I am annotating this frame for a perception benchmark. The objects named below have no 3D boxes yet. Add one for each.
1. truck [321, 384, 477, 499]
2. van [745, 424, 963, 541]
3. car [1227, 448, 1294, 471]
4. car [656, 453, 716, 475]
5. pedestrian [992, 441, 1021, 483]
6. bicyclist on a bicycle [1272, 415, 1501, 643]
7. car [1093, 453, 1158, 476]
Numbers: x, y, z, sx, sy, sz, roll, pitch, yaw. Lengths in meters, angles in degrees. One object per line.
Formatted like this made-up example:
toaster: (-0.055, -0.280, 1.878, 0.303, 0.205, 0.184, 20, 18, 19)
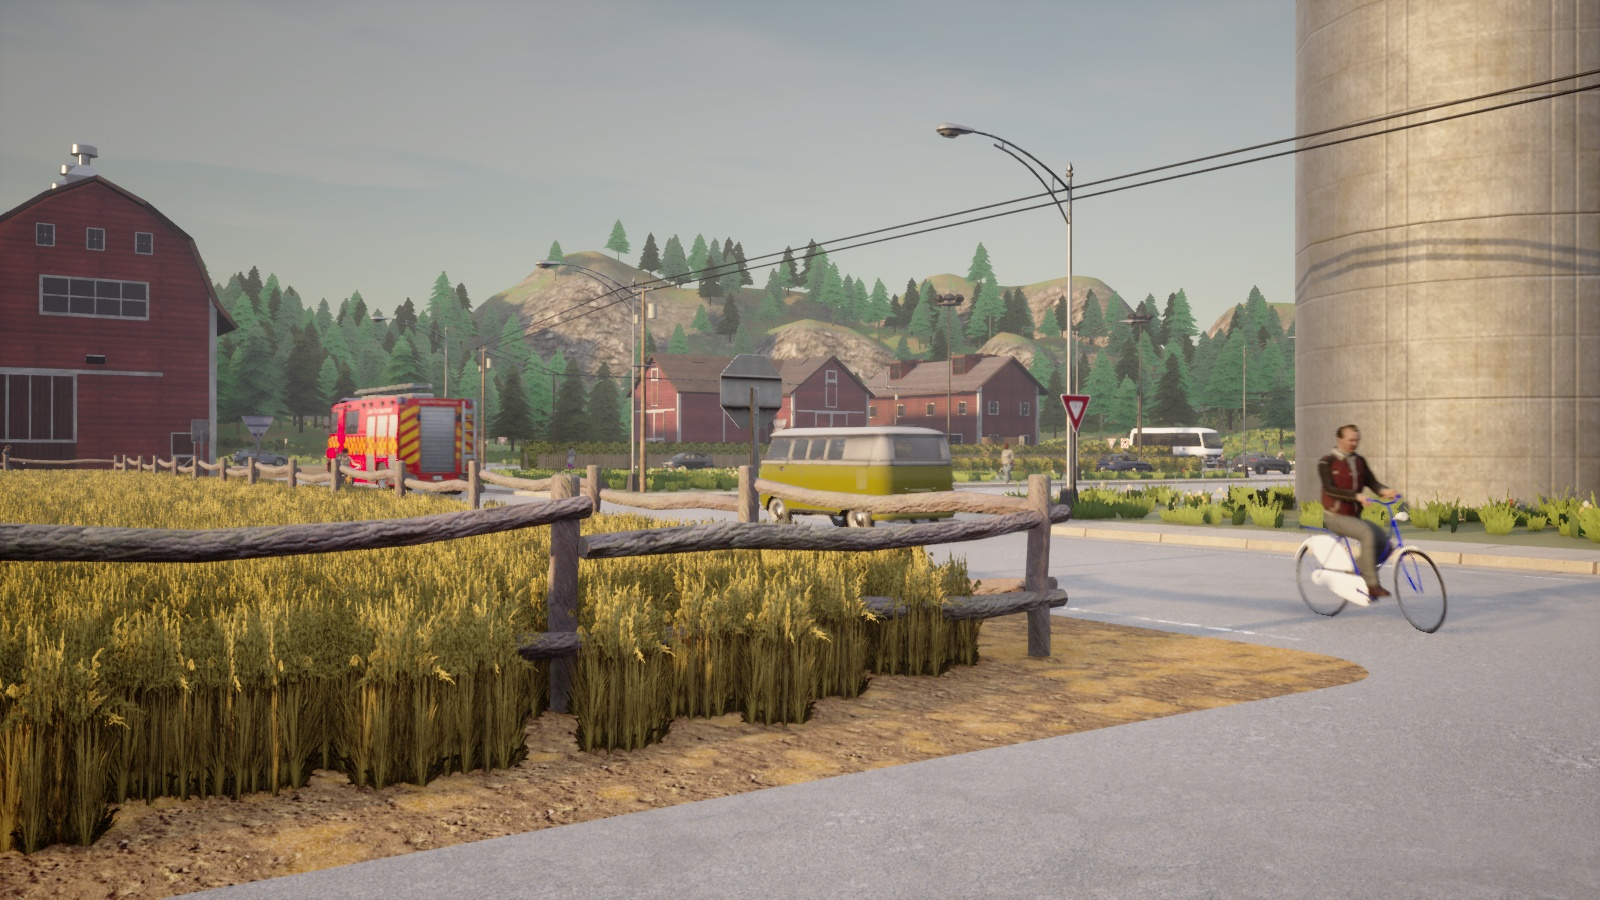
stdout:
truck: (-14.894, -0.275, 46.159, 2.891, 3.827, 8.468, 0, 0, -36)
van: (0.901, 0.553, 23.701, 1.775, 1.987, 4.442, 0, 0, -35)
car: (33.206, 0.674, 90.477, 5.027, 1.651, 2.152, 0, 0, -37)
car: (-7.859, 0.952, 86.868, 3.705, 1.549, 1.789, 0, 0, -35)
pedestrian: (9.172, 0.517, 55.689, 0.900, 1.855, 0.874, 0, 0, -37)
bicyclist on a bicycle: (5.021, 0.631, 10.903, 0.659, 1.776, 1.843, -3, 1, -17)
car: (21.243, 0.914, 81.879, 4.193, 1.474, 1.816, 0, 0, -35)
